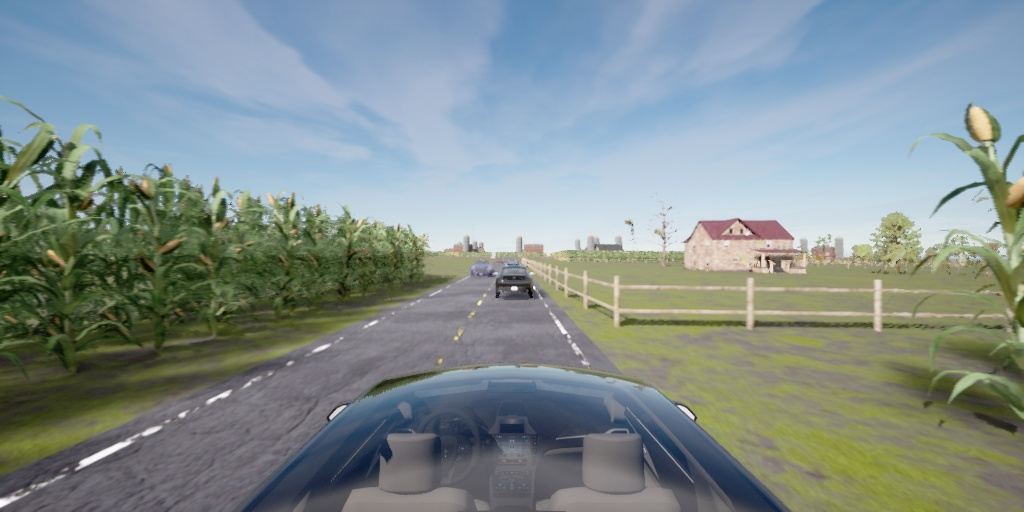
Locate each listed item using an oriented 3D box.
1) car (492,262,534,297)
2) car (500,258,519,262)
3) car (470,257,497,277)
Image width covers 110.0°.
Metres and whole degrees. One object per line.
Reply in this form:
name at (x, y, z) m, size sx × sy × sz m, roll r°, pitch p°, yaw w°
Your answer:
car at (0.107, 1.249, 18.843) m, size 1.837 × 1.490 × 4.892 m, roll 0°, pitch 0°, yaw 0°
car at (0.112, 1.217, 40.173) m, size 2.128 × 1.511 × 4.902 m, roll 0°, pitch 0°, yaw 0°
car at (-2.832, 1.082, 35.028) m, size 2.097 × 1.767 × 4.553 m, roll 0°, pitch 0°, yaw 0°
